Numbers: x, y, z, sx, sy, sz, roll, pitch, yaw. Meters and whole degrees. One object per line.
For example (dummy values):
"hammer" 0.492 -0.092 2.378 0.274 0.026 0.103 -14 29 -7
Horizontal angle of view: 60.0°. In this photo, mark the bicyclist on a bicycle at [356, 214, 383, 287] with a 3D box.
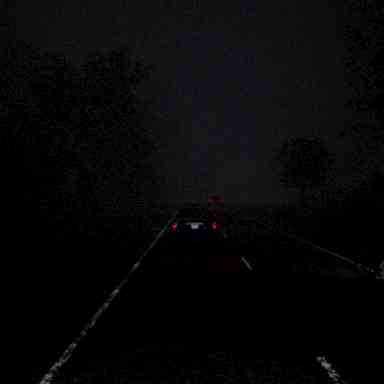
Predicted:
"bicyclist on a bicycle" 4.472 1.406 8.153 0.659 1.776 1.843 0 0 0

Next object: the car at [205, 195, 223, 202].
"car" 3.643 1.451 53.336 2.150 2.045 5.566 0 0 -1

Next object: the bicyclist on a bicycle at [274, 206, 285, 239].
"bicyclist on a bicycle" 4.480 1.526 16.971 0.582 1.620 1.656 0 -1 0

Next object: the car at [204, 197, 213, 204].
"car" 3.556 1.843 73.581 1.812 1.442 4.674 0 0 0

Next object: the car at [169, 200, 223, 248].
"car" 0.110 1.417 15.344 2.097 1.767 4.553 0 0 0
